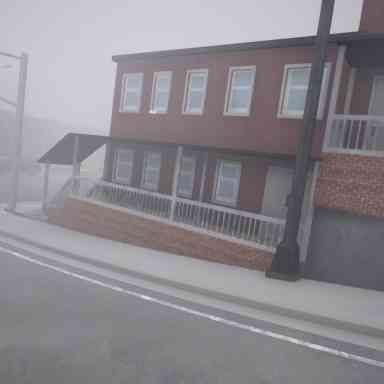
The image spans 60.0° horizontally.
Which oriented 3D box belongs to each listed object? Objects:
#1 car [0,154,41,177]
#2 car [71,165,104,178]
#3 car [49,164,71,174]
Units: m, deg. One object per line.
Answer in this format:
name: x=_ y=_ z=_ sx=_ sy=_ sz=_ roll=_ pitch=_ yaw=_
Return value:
car: x=-18.024 y=-2.754 z=33.392 sx=2.150 sy=2.045 sz=5.566 roll=11 pitch=7 yaw=36
car: x=-12.084 y=-2.495 z=41.708 sx=1.882 sy=1.535 sz=5.008 roll=11 pitch=7 yaw=35
car: x=-15.855 y=-3.031 z=42.392 sx=1.837 sy=1.490 sz=4.892 roll=11 pitch=7 yaw=35
